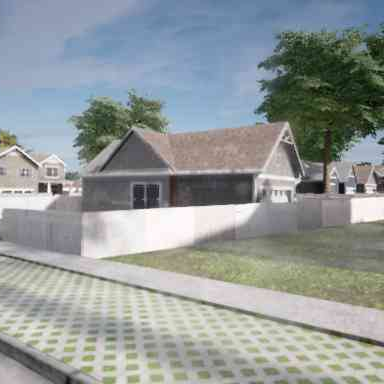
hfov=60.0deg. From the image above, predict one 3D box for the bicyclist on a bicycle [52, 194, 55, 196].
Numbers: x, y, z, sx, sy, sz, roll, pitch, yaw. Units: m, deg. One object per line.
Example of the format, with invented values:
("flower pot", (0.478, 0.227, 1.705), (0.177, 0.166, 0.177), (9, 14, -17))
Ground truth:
("bicyclist on a bicycle", (-13.073, 1.010, 31.581), (1.656, 1.620, 0.582), (0, 1, 34))
